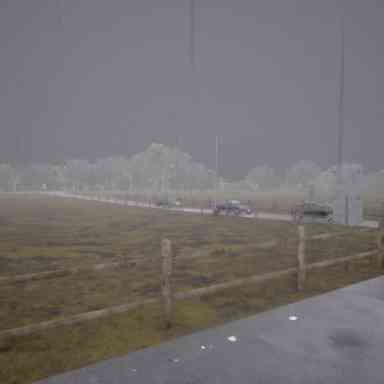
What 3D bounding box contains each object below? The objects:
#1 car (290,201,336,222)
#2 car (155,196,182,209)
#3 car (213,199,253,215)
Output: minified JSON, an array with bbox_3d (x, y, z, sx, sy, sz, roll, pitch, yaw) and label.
[{"bbox_3d":[9.854,1.464,25.553,2.128,1.511,4.902,1,-1,-34],"label":"car"},{"bbox_3d":[-3.057,1.344,43.633,2.128,1.511,4.902,1,0,-35],"label":"car"},{"bbox_3d":[4.081,1.495,33.669,1.812,1.442,4.674,1,-1,-36],"label":"car"}]
